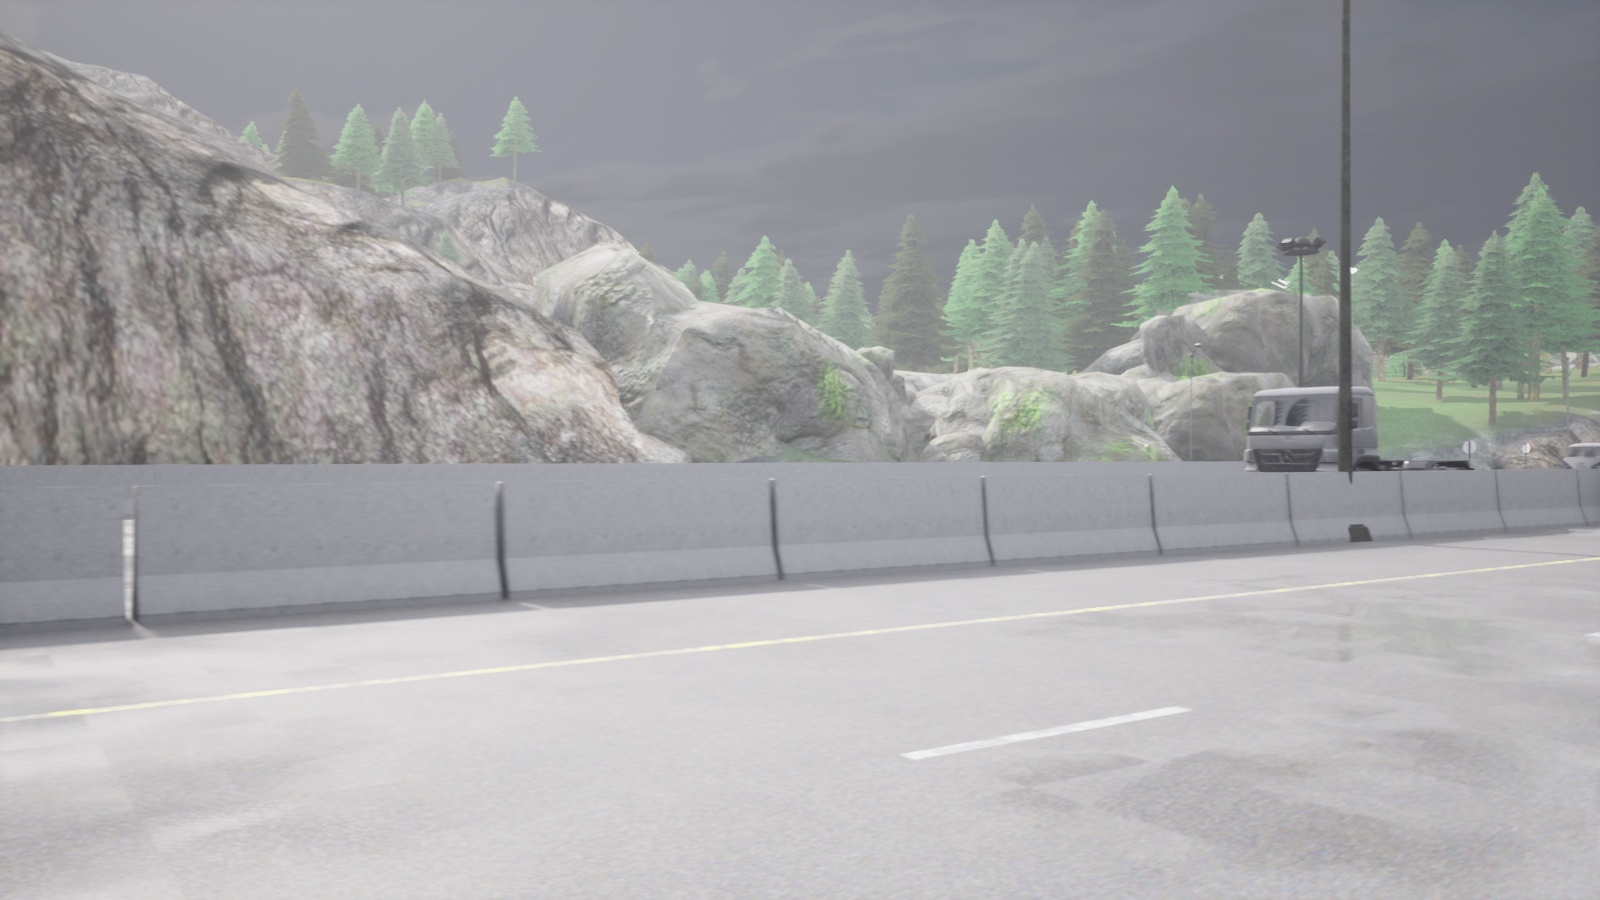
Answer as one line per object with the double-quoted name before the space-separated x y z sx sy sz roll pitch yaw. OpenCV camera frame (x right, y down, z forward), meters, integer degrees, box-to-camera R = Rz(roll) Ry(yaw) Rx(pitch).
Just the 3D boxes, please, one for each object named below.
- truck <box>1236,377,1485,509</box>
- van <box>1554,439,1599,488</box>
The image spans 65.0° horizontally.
"truck" 16.319 -0.182 36.343 7.936 3.462 2.891 0 0 -35
"van" 33.602 0.556 52.634 4.442 1.987 1.775 0 0 -35
